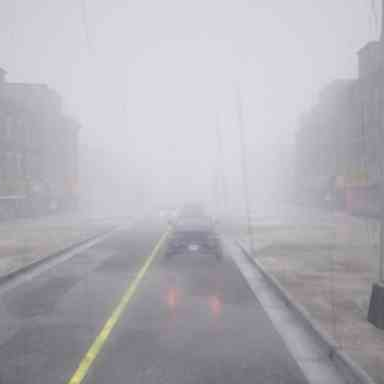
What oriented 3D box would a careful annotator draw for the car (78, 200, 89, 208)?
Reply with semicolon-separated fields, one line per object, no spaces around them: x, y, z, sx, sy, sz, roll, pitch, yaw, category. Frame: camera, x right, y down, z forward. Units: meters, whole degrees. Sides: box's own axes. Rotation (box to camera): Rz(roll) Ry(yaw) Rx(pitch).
-20.356;2.122;58.088;4.403;1.369;2.008;-1;2;0;car

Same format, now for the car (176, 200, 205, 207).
0.080;1.436;27.652;2.128;1.511;4.902;0;0;0;car

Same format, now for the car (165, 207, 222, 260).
0.067;1.486;12.175;1.812;1.442;4.674;0;0;0;car

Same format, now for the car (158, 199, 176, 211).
-2.811;1.516;39.920;1.812;1.442;4.674;0;0;0;car
